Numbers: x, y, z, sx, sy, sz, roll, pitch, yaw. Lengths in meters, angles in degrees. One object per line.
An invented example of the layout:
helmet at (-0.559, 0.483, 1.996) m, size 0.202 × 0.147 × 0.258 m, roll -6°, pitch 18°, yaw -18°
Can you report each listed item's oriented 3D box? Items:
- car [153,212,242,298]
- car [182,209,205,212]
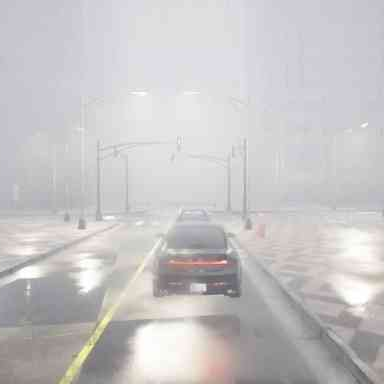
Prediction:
car at (0.103, 1.502, 8.510) m, size 1.837 × 1.490 × 4.892 m, roll 0°, pitch 0°, yaw 0°
car at (0.066, 1.556, 17.413) m, size 1.994 × 1.385 × 4.181 m, roll 0°, pitch 0°, yaw 1°
